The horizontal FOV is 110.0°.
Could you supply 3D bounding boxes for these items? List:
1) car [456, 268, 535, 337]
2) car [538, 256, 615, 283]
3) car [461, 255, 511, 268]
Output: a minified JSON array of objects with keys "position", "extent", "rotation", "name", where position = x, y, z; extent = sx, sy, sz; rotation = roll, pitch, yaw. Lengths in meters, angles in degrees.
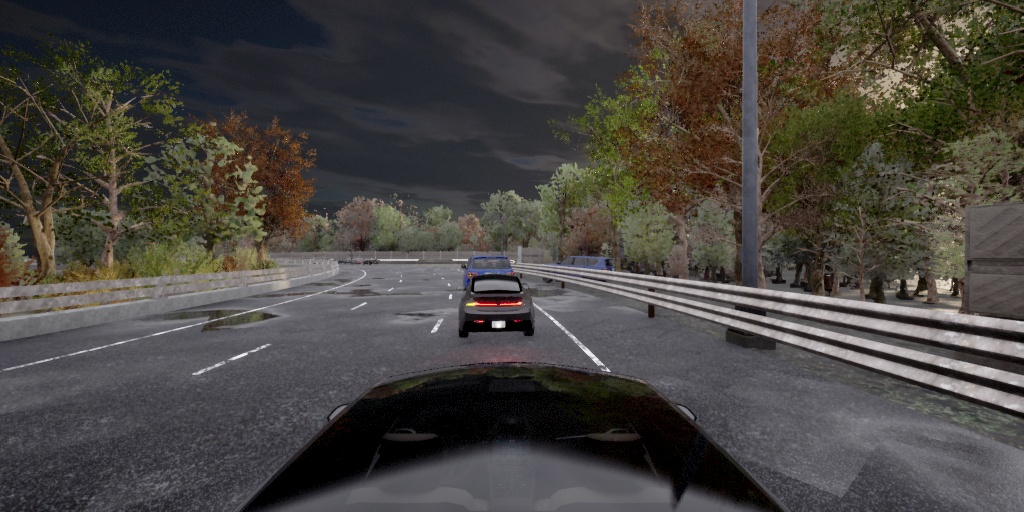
[{"position":[-0.519,1.255,10.288],"extent":[1.837,1.490,4.892],"rotation":[0,0,-5],"name":"car"},{"position":[4.634,1.013,25.880],"extent":[5.566,2.045,2.150],"rotation":[3,0,32],"name":"car"},{"position":[-1.224,0.972,17.312],"extent":[2.150,2.045,5.566],"rotation":[0,0,-9],"name":"car"}]
